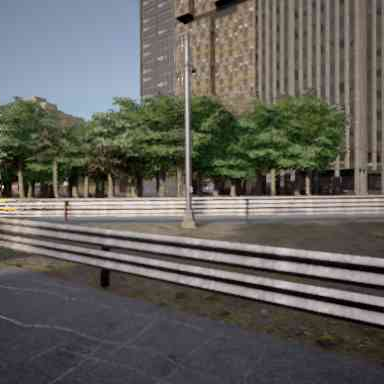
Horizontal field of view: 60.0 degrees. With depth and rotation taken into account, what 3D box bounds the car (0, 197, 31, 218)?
[{"bbox_3d":[-15.185,1.198,25.647,5.366,1.575,1.801,0,0,12],"label":"car"}]
